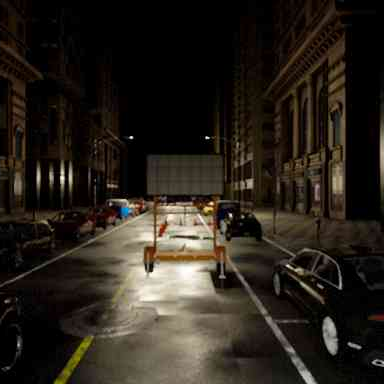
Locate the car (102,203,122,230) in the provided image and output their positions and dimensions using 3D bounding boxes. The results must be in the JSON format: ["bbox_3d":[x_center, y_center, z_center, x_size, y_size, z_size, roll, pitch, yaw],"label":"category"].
[{"bbox_3d":[-6.244,1.697,22.425,1.887,1.381,4.507,0,0,-1],"label":"car"}]

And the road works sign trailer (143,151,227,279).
[{"bbox_3d":[-0.216,0.532,10.321,2.380,3.560,2.880,0,0,-1],"label":"road works sign trailer"}]

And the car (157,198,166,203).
[{"bbox_3d":[-7.594,2.153,84.211,1.947,1.339,4.313,0,0,-1],"label":"car"}]

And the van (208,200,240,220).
[{"bbox_3d":[2.279,1.490,22.624,1.690,1.788,3.998,0,0,-1],"label":"van"}]

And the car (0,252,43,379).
[{"bbox_3d":[-3.151,1.584,2.729,1.994,1.385,4.181,0,0,-1],"label":"car"}]

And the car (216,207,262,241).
[{"bbox_3d":[2.402,1.662,17.006,2.008,1.369,4.403,0,0,-1],"label":"car"}]

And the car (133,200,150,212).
[{"bbox_3d":[-6.731,1.828,44.724,1.752,1.417,4.829,0,0,-1],"label":"car"}]

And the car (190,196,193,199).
[{"bbox_3d":[1.174,2.046,73.179,1.887,1.381,4.507,0,0,-1],"label":"car"}]

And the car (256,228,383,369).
[{"bbox_3d":[2.648,1.587,5.771,2.008,1.369,4.403,0,0,-1],"label":"car"}]

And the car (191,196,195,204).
[{"bbox_3d":[1.297,2.026,67.561,1.947,1.339,4.313,0,0,-1],"label":"car"}]

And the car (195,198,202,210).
[{"bbox_3d":[1.788,1.883,45.092,1.802,1.307,4.206,0,0,-1],"label":"car"}]

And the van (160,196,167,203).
[{"bbox_3d":[-7.717,1.970,89.830,1.690,1.788,3.998,0,0,-1],"label":"van"}]

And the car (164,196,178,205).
[{"bbox_3d":[-4.596,1.984,73.469,1.882,1.535,5.008,0,0,-1],"label":"car"}]

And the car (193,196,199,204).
[{"bbox_3d":[1.539,1.905,56.497,1.752,1.417,4.829,0,0,-1],"label":"car"}]

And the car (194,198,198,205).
[{"bbox_3d":[1.665,1.921,50.709,1.802,1.307,4.206,0,0,-1],"label":"car"}]

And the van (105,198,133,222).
[{"bbox_3d":[-6.366,1.531,28.044,1.690,1.788,3.998,0,0,-1],"label":"van"}]

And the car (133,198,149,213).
[{"bbox_3d":[-6.612,1.581,39.278,2.192,1.841,5.009,0,0,-1],"label":"car"}]

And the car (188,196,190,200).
[{"bbox_3d":[0.805,1.940,90.032,2.192,1.841,5.009,0,0,-1],"label":"car"}]

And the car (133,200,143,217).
[{"bbox_3d":[-6.489,1.779,33.659,2.008,1.369,4.403,0,0,-1],"label":"car"}]

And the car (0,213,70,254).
[{"bbox_3d":[-5.998,1.628,11.197,2.008,1.369,4.403,0,0,-1],"label":"car"}]

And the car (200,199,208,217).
[{"bbox_3d":[2.030,1.751,34.028,1.752,1.417,4.829,0,0,-1],"label":"car"}]

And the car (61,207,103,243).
[{"bbox_3d":[-6.121,1.659,16.808,1.887,1.381,4.507,0,0,-1],"label":"car"}]

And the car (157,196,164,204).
[{"bbox_3d":[-7.472,2.128,78.594,1.802,1.307,4.206,0,0,-1],"label":"car"}]
